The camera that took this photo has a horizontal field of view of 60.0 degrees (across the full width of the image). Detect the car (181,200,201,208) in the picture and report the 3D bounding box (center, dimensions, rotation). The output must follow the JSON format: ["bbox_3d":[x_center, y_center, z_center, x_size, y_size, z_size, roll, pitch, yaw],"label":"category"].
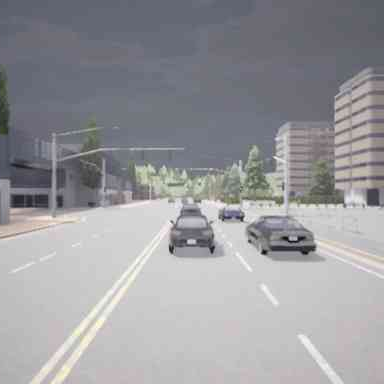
[{"bbox_3d":[-0.172,1.784,29.339,1.837,1.490,4.892,0,0,-2],"label":"car"}]

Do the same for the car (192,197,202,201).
[{"bbox_3d":[1.516,2.327,89.257,1.837,1.490,4.892,0,-1,-2],"label":"car"}]

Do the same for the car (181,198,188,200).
[{"bbox_3d":[-1.983,2.365,89.163,2.033,1.411,5.357,0,-1,-2],"label":"car"}]

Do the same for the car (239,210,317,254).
[{"bbox_3d":[3.493,1.680,13.998,2.033,1.411,5.357,0,-1,0],"label":"car"}]

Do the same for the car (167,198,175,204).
[{"bbox_3d":[-5.449,2.374,87.864,1.994,1.385,4.181,0,-1,-2],"label":"car"}]

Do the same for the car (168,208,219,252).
[{"bbox_3d":[-0.004,1.662,14.393,1.812,1.442,4.674,0,0,0],"label":"car"}]

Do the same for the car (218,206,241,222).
[{"bbox_3d":[3.371,1.876,29.228,1.895,1.301,4.718,0,0,0],"label":"car"}]
